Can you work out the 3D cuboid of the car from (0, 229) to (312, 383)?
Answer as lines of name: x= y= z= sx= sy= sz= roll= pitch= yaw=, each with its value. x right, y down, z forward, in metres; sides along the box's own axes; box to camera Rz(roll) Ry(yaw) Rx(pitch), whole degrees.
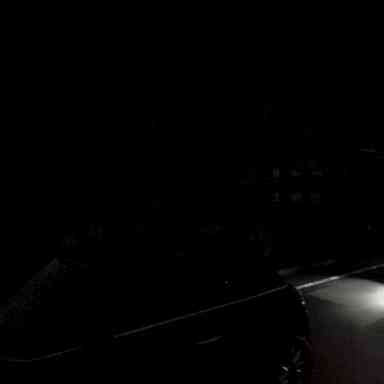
car: x=-0.863 y=1.351 z=3.375 sx=4.553 sy=1.767 sz=2.097 roll=0 pitch=0 yaw=-35
